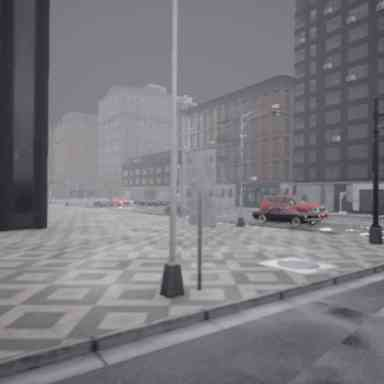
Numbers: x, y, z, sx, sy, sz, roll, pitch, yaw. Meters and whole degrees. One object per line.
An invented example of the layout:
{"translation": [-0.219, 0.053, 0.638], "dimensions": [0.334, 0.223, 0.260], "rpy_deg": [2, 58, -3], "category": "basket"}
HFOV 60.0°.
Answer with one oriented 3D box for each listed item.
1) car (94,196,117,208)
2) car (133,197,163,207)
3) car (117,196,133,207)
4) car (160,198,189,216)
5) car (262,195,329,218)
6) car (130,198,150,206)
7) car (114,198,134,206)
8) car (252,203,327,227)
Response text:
{"translation": [-13.704, 1.624, 51.430], "dimensions": [1.812, 1.442, 4.674], "rpy_deg": [1, -1, -35], "category": "car"}
{"translation": [-7.123, 1.766, 53.467], "dimensions": [1.895, 1.301, 4.718], "rpy_deg": [1, -1, -35], "category": "car"}
{"translation": [-11.522, 1.487, 53.981], "dimensions": [2.097, 1.767, 4.553], "rpy_deg": [1, -1, -36], "category": "car"}
{"translation": [-1.066, 1.624, 33.605], "dimensions": [1.994, 1.385, 4.181], "rpy_deg": [1, 0, -36], "category": "car"}
{"translation": [7.991, 1.297, 26.533], "dimensions": [2.150, 2.045, 5.566], "rpy_deg": [1, -1, -36], "category": "car"}
{"translation": [-9.876, 1.815, 62.849], "dimensions": [1.895, 1.301, 4.718], "rpy_deg": [1, -1, -36], "category": "car"}
{"translation": [-12.520, 1.780, 60.958], "dimensions": [1.895, 1.301, 4.718], "rpy_deg": [1, -1, -36], "category": "car"}
{"translation": [6.493, 1.637, 23.016], "dimensions": [1.895, 1.301, 4.718], "rpy_deg": [1, -1, -35], "category": "car"}
